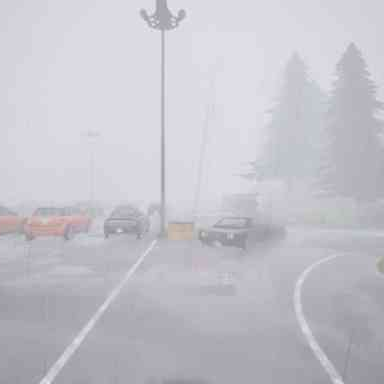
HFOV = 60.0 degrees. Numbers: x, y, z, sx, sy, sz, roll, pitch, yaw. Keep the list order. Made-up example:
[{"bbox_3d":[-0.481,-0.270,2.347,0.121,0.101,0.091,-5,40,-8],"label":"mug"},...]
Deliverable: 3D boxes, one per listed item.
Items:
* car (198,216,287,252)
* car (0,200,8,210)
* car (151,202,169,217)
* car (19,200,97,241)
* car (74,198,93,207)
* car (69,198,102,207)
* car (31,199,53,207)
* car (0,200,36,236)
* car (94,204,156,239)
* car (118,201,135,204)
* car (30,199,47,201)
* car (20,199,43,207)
[{"bbox_3d":[2.402,1.712,14.524,1.895,1.301,4.718,-1,-1,39],"label":"car"},{"bbox_3d":[-28.172,1.849,46.558,2.128,1.511,4.902,0,0,0],"label":"car"},{"bbox_3d":[-3.471,1.767,34.312,1.837,1.490,4.892,0,0,0],"label":"car"},{"bbox_3d":[-6.935,1.489,17.807,2.097,1.767,4.553,0,0,0],"label":"car"},{"bbox_3d":[-20.700,2.012,63.717,1.812,1.442,4.674,0,0,7],"label":"car"},{"bbox_3d":[-10.471,1.612,33.950,2.097,1.767,4.553,0,0,0],"label":"car"},{"bbox_3d":[-27.893,2.031,62.151,1.994,1.385,4.181,0,0,4],"label":"car"},{"bbox_3d":[-10.434,1.486,17.383,2.097,1.767,4.553,0,0,0],"label":"car"},{"bbox_3d":[-3.436,1.631,18.140,2.128,1.511,4.902,0,0,0],"label":"car"},{"bbox_3d":[-6.975,1.752,35.808,1.882,1.535,5.008,0,0,0],"label":"car"},{"bbox_3d":[-21.166,1.935,48.304,1.994,1.385,4.181,0,-1,0],"label":"car"},{"bbox_3d":[-31.157,2.090,64.771,1.895,1.301,4.718,0,0,7],"label":"car"}]
